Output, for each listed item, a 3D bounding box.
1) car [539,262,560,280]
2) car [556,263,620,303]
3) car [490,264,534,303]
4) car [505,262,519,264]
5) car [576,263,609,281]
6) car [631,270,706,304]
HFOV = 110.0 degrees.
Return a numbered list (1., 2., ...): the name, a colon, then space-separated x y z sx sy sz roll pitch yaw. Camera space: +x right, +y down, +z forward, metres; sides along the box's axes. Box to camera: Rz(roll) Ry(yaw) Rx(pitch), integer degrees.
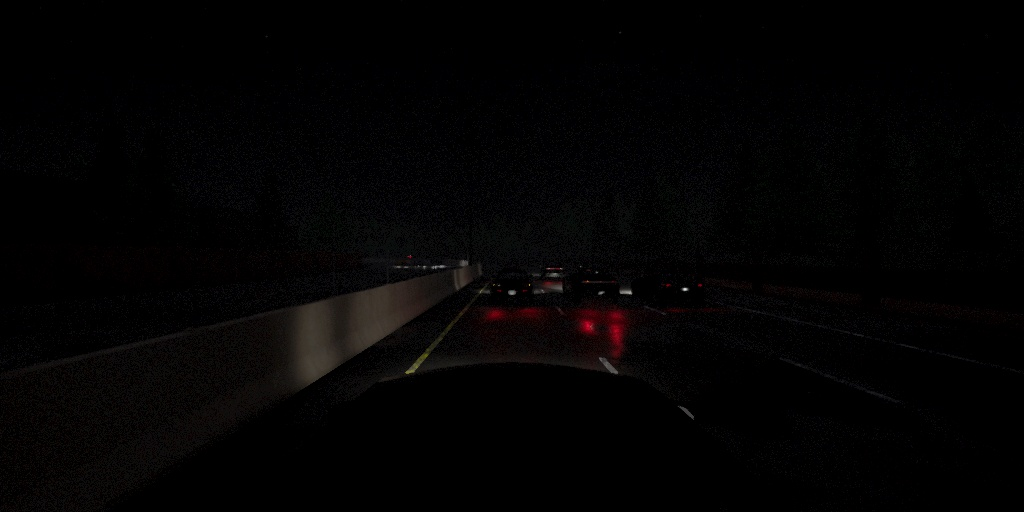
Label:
1. car: 3.500 1.245 31.500 2.128 1.511 4.902 0 0 0
2. car: 3.500 1.245 16.500 2.128 1.511 4.902 0 0 0
3. car: 0.000 1.283 16.500 1.812 1.442 4.674 0 0 0
4. car: 0.000 1.283 31.500 1.812 1.442 4.674 0 0 0
5. car: 7.000 1.322 31.500 1.994 1.385 4.181 0 0 0
6. car: 7.000 1.322 16.500 1.994 1.385 4.181 0 0 0
